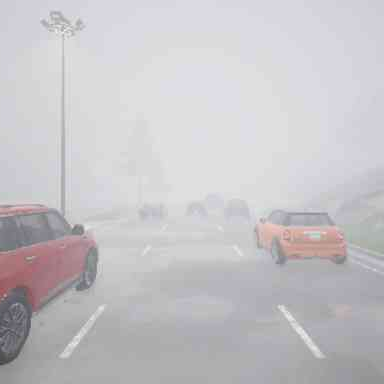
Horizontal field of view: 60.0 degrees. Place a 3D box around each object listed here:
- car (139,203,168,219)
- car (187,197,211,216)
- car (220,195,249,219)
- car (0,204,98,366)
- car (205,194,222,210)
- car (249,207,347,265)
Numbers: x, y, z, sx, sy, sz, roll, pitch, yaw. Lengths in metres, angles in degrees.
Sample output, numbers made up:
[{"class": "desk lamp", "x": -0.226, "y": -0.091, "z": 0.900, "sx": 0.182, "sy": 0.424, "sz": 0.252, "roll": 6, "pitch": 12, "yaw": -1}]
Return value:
[{"class": "car", "x": -3.211, "y": 1.601, "z": 28.682, "sx": 1.895, "sy": 1.301, "sz": 4.718, "roll": 0, "pitch": 0, "yaw": 3}, {"class": "car", "x": 0.581, "y": 1.506, "z": 32.063, "sx": 1.837, "sy": 1.490, "sz": 4.892, "roll": 0, "pitch": 0, "yaw": 5}, {"class": "car", "x": 3.853, "y": 1.352, "z": 29.643, "sx": 2.097, "sy": 1.767, "sz": 4.553, "roll": 0, "pitch": 0, "yaw": 3}, {"class": "car", "x": -3.400, "y": 1.221, "z": 5.943, "sx": 2.150, "sy": 2.045, "sz": 5.566, "roll": 0, "pitch": 0, "yaw": 0}, {"class": "car", "x": 3.048, "y": 1.221, "z": 43.223, "sx": 2.150, "sy": 2.045, "sz": 5.566, "roll": 0, "pitch": 0, "yaw": 16}, {"class": "car", "x": 3.601, "y": 1.352, "z": 11.877, "sx": 2.097, "sy": 1.767, "sz": 4.553, "roll": 0, "pitch": 0, "yaw": 0}]
